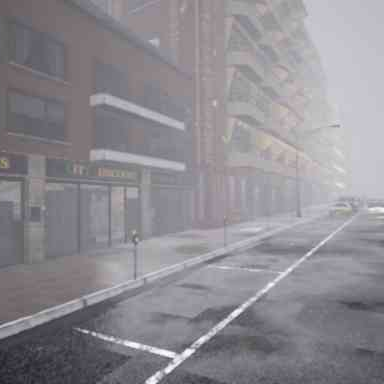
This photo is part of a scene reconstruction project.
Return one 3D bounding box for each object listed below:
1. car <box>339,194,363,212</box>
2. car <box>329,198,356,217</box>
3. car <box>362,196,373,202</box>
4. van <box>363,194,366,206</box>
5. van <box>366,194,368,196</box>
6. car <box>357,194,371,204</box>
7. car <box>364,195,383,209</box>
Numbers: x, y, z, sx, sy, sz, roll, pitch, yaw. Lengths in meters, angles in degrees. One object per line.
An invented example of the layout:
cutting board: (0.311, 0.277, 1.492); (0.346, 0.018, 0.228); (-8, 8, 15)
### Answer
car: (16.922, 1.325, 36.255); (2.192, 1.841, 5.009); (0, 0, 30)
car: (14.049, 1.546, 31.331); (1.752, 1.417, 4.829); (0, 0, 30)
car: (39.229, 1.554, 74.465); (1.947, 1.339, 4.313); (0, 0, 30)
van: (22.498, 1.335, 45.806); (1.690, 1.788, 3.998); (0, 0, 30)
van: (25.286, 1.331, 50.584); (1.690, 1.788, 3.998); (0, 0, 30)
car: (33.650, 1.300, 64.911); (2.192, 1.841, 5.009); (0, 0, 30)
car: (24.537, 1.480, 44.246); (1.994, 1.385, 4.181); (-2, -1, 30)
